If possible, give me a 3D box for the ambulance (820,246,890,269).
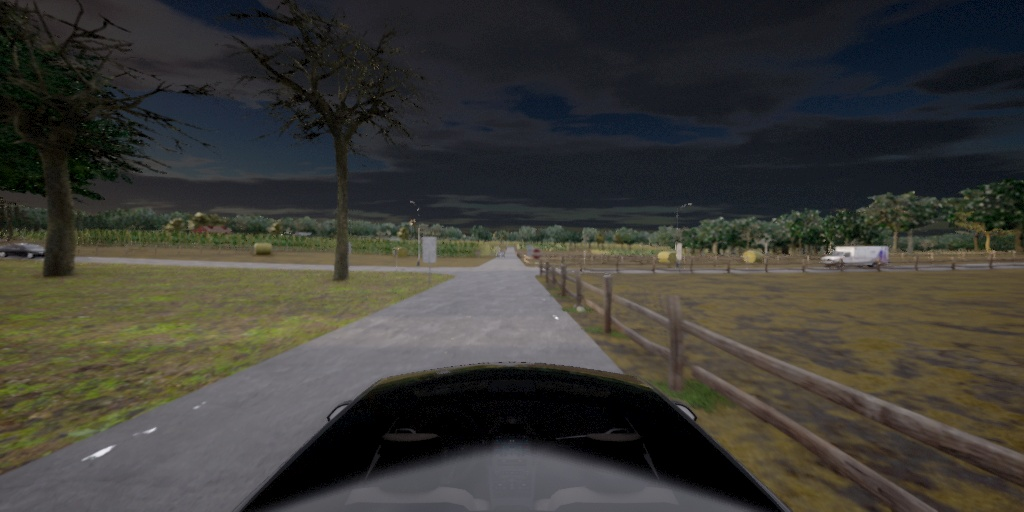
[{"bbox_3d":[39.379,0.152,41.370,6.366,2.431,2.351,-1,2,0],"label":"ambulance"}]

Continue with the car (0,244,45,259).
[{"bbox_3d":[-51.815,-0.532,38.362,4.892,1.490,1.837,2,2,0],"label":"car"}]
